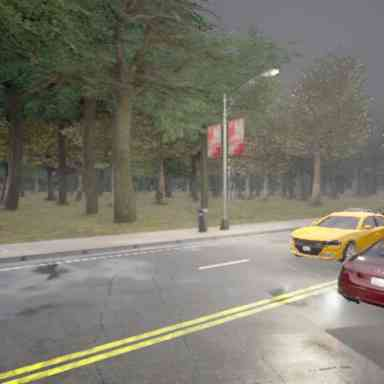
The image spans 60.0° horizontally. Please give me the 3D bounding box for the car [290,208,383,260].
[{"bbox_3d":[5.533,1.446,11.642,5.008,1.535,1.882,0,0,-36],"label":"car"}]

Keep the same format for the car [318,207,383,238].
[{"bbox_3d":[9.158,1.549,18.234,4.718,1.301,1.895,0,0,-36],"label":"car"}]

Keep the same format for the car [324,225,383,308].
[{"bbox_3d":[4.931,1.541,6.967,4.181,1.385,1.994,0,0,-36],"label":"car"}]
